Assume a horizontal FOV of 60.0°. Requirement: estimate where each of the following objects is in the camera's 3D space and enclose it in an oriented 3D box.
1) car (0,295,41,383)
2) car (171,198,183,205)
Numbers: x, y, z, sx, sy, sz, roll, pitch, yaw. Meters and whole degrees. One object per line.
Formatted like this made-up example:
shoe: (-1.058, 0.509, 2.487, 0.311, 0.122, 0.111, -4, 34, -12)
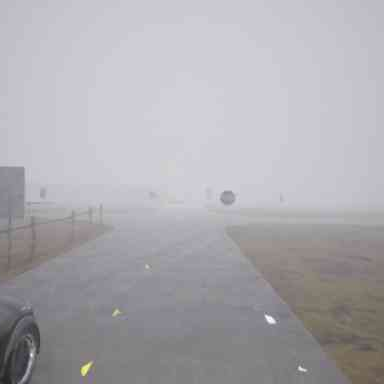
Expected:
car: (-2.842, 1.561, 2.377, 1.994, 1.385, 4.181, 0, 0, 0)
car: (-2.753, 1.709, 61.276, 1.994, 1.385, 4.181, 0, 0, 0)
